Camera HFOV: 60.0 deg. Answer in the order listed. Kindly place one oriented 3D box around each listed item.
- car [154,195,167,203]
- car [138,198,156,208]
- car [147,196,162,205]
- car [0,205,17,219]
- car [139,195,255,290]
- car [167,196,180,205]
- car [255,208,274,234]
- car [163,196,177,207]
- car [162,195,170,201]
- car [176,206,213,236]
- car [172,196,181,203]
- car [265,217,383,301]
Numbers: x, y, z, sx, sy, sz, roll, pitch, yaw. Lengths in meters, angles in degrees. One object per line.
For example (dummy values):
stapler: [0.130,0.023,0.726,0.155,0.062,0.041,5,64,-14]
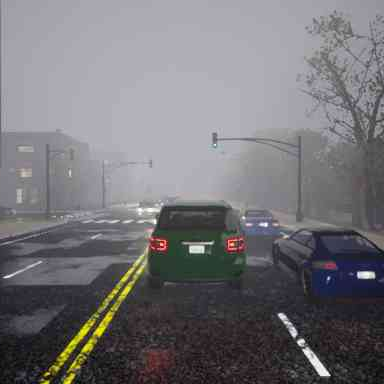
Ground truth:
car: [-6.502,1.503,69.243,2.128,1.511,4.902,0,0,0]
car: [-6.560,1.593,49.003,1.895,1.301,4.718,0,0,0]
car: [-6.564,1.539,58.714,2.033,1.411,5.357,0,0,0]
car: [-19.688,1.785,32.231,4.902,1.511,2.128,-1,1,-1]
car: [0.111,1.220,9.217,2.150,2.045,5.566,0,0,0]
car: [-3.307,1.470,60.302,1.882,1.535,5.008,0,0,0]
car: [3.344,1.544,17.822,2.033,1.411,5.357,0,0,2]
car: [-3.310,1.470,50.689,1.882,1.535,5.008,0,0,0]
car: [-6.530,1.478,83.659,1.837,1.490,4.892,0,0,0]
car: [0.127,1.597,19.468,1.895,1.301,4.718,0,0,0]
car: [-3.256,1.516,70.368,1.812,1.442,4.674,0,0,0]
car: [3.358,1.563,8.391,1.994,1.385,4.181,0,0,0]
